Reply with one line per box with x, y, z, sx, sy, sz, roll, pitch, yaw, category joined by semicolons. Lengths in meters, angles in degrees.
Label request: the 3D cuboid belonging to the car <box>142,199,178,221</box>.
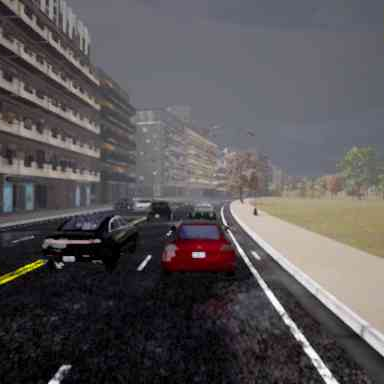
-2.308;1.437;26.043;1.837;1.490;4.892;0;1;4;car

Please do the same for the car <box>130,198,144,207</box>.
-5.014;1.444;35.964;1.812;1.442;4.674;0;0;4;car

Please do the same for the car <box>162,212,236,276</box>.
0.233;1.531;10.290;1.994;1.385;4.181;0;0;2;car

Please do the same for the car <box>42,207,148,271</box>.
-3.004;1.454;10.756;2.128;1.511;4.902;0;0;2;car

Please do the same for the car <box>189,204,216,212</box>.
0.834;1.537;24.399;1.895;1.301;4.718;0;0;4;car

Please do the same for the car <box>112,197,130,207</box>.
-7.940;1.418;39.463;1.837;1.490;4.892;0;0;5;car
